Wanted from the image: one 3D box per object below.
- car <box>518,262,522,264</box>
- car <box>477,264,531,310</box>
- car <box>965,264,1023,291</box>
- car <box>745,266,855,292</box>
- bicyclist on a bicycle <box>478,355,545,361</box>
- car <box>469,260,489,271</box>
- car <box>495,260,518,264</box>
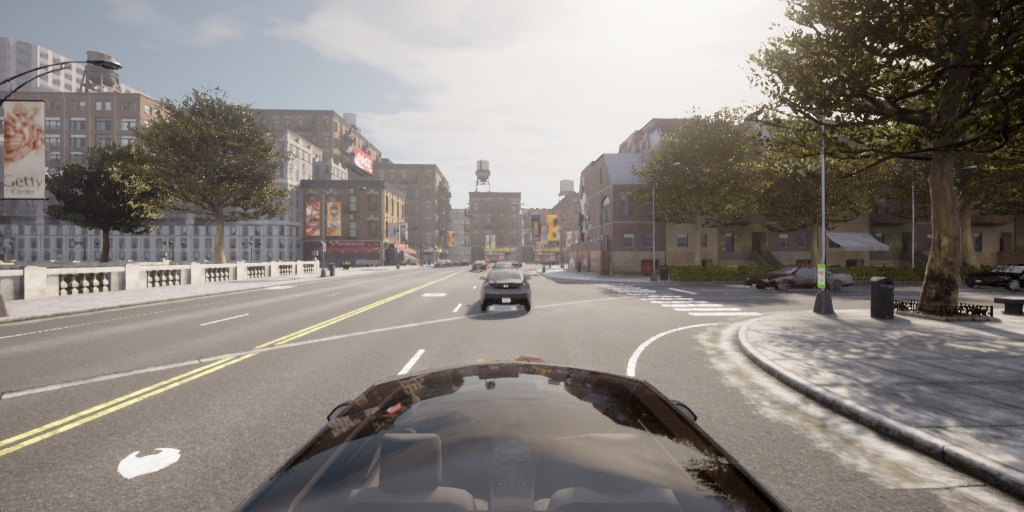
[{"bbox_3d":[0.285,1.306,54.546,2.033,1.411,5.357,0,0,15],"label":"car"},{"bbox_3d":[-0.266,1.258,14.701,1.837,1.490,4.892,0,0,-2],"label":"car"},{"bbox_3d":[30.224,1.233,21.385,5.008,1.535,1.882,0,0,-2],"label":"car"},{"bbox_3d":[16.748,1.302,20.942,5.357,1.411,2.033,0,0,-2],"label":"car"},{"bbox_3d":[0.058,1.697,5.026,1.656,0.582,1.620,-15,-17,40],"label":"bicyclist on a bicycle"},{"bbox_3d":[-4.160,1.283,48.724,1.812,1.442,4.674,0,0,6],"label":"car"},{"bbox_3d":[-0.785,1.260,31.198,1.837,1.490,4.892,-1,0,-4],"label":"car"}]
